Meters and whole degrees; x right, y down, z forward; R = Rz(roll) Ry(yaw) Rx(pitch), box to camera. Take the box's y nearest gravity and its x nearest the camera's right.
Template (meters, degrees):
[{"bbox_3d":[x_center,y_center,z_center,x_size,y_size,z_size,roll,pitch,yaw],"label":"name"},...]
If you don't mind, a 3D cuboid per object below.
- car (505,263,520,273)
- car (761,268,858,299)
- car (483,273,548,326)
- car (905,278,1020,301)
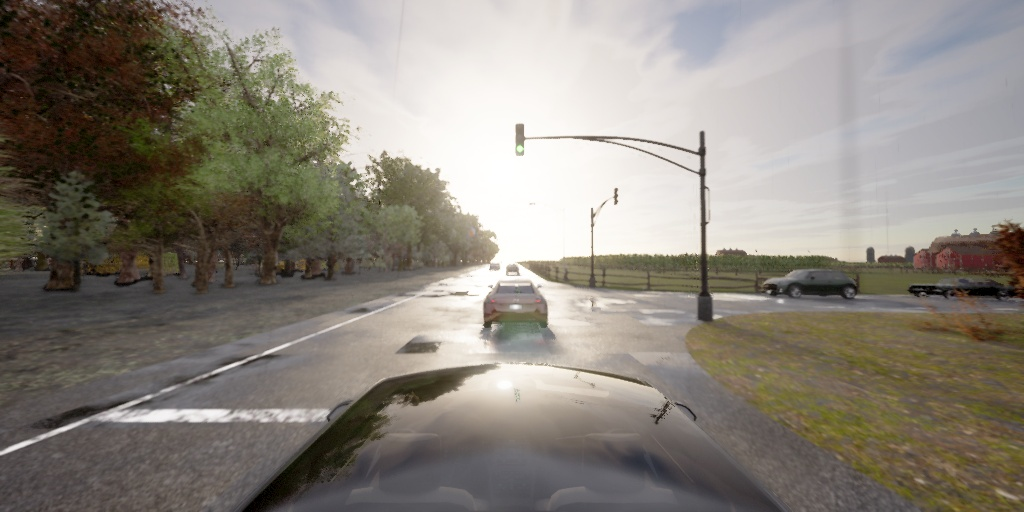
[{"bbox_3d":[0.099,1.841,52.417,2.128,1.511,4.902,0,-1,0],"label":"car"},{"bbox_3d":[17.563,1.582,21.381,4.553,1.767,2.097,1,-2,1],"label":"car"},{"bbox_3d":[0.101,1.441,12.174,1.994,1.385,4.181,0,-1,0],"label":"car"},{"bbox_3d":[26.610,1.928,21.293,4.718,1.301,1.895,1,-2,0],"label":"car"}]
